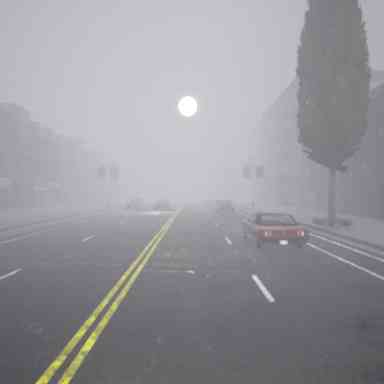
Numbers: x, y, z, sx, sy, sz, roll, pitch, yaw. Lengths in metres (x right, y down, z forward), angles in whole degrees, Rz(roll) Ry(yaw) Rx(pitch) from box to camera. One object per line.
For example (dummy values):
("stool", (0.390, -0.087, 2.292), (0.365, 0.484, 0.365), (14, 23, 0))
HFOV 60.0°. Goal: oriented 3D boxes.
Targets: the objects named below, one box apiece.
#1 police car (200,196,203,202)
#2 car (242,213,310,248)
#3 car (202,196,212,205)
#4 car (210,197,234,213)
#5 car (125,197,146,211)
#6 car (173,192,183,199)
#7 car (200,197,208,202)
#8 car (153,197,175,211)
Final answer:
("police car", (3.257, 1.553, 69.429), (1.930, 1.638, 5.238), (0, -1, 0))
("car", (3.355, 1.537, 14.333), (1.895, 1.301, 4.718), (0, 0, 0))
("car", (3.256, 1.524, 58.317), (1.812, 1.442, 4.674), (0, -1, 0))
("car", (3.351, 1.469, 35.201), (2.033, 1.411, 5.357), (0, 0, 0))
("car", (-6.587, 1.427, 39.150), (1.837, 1.490, 4.892), (0, 0, 0))
("car", (-3.242, 1.082, 79.143), (2.150, 2.045, 5.566), (0, -1, 0))
("car", (3.259, 1.969, 91.318), (1.994, 1.385, 4.181), (0, -1, 0))
("car", (-3.338, 1.486, 38.274), (1.994, 1.385, 4.181), (0, 0, 0))
